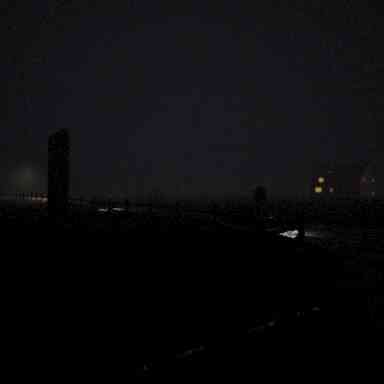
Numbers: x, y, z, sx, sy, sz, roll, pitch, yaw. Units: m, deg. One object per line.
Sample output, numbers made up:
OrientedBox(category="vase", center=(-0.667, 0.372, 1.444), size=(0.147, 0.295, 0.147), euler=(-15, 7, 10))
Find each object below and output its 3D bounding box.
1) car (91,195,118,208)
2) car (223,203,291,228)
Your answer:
OrientedBox(category="car", center=(-10.144, 1.095, 38.370), size=(1.812, 1.442, 4.674), euler=(0, 1, -36))
OrientedBox(category="car", center=(3.728, 1.370, 19.569), size=(1.994, 1.385, 4.181), euler=(0, 0, -36))
